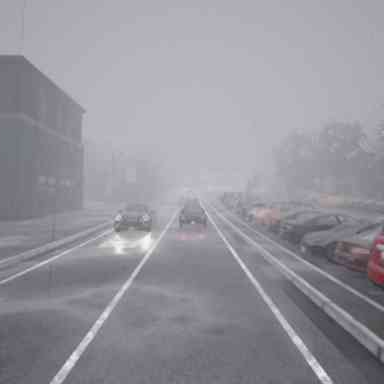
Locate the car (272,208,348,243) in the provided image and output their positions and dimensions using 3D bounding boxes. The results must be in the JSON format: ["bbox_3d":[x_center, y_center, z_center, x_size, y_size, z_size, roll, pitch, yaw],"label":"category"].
[{"bbox_3d":[6.416,1.644,14.715,5.008,1.535,2.097,0,0,0],"label":"car"}]

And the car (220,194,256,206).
[{"bbox_3d":[6.627,1.136,48.163,5.008,1.535,2.097,0,2,0],"label":"car"}]

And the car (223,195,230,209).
[{"bbox_3d":[6.551,1.422,39.805,4.792,1.488,2.163,0,1,0],"label":"car"}]

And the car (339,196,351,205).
[{"bbox_3d":[19.638,1.447,37.112,5.008,1.535,2.097,0,1,0],"label":"car"}]

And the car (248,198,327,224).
[{"bbox_3d":[6.505,1.512,23.080,4.553,1.767,2.185,0,0,0],"label":"car"}]

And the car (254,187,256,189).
[{"bbox_3d":[19.651,0.067,89.015,4.792,1.488,2.163,0,3,0],"label":"car"}]

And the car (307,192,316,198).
[{"bbox_3d":[19.741,1.160,48.142,4.792,1.488,2.163,0,2,0],"label":"car"}]

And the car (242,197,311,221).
[{"bbox_3d":[6.523,1.493,25.860,4.553,1.767,2.185,0,0,0],"label":"car"}]

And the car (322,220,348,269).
[{"bbox_3d":[6.383,1.649,9.142,4.674,1.452,2.002,0,-1,0],"label":"car"}]

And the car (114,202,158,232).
[{"bbox_3d":[-3.371,1.449,20.682,2.097,1.767,4.553,0,0,0],"label":"car"}]

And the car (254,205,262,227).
[{"bbox_3d":[6.459,1.688,20.294,4.674,1.452,2.002,0,0,0],"label":"car"}]

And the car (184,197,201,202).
[{"bbox_3d":[0.016,1.363,41.573,2.128,1.511,4.902,0,1,0],"label":"car"}]

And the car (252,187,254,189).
[{"bbox_3d":[19.693,-0.055,91.782,4.674,1.452,2.002,0,3,0],"label":"car"}]

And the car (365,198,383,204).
[{"bbox_3d":[19.601,1.550,31.405,4.892,1.521,2.231,0,1,0],"label":"car"}]

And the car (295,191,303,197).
[{"bbox_3d":[19.751,0.949,53.836,4.674,1.452,2.002,0,2,0],"label":"car"}]

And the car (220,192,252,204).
[{"bbox_3d":[6.681,0.906,50.935,4.553,1.767,2.185,0,2,0],"label":"car"}]

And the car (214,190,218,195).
[{"bbox_3d":[6.656,0.838,56.507,4.792,1.488,2.163,0,2,0],"label":"car"}]

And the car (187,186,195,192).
[{"bbox_3d":[-0.226,-0.330,91.543,1.837,1.490,4.892,0,2,0],"label":"car"}]

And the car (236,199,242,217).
[{"bbox_3d":[6.538,1.620,28.649,4.792,1.488,2.163,0,1,0],"label":"car"}]

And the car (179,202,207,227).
[{"bbox_3d":[0.068,1.684,23.715,1.895,1.301,4.718,0,0,0],"label":"car"}]

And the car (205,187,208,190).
[{"bbox_3d":[6.606,0.040,89.092,5.008,1.535,2.097,0,3,0],"label":"car"}]

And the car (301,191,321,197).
[{"bbox_3d":[19.734,1.061,51.053,4.674,1.452,2.002,0,2,0],"label":"car"}]

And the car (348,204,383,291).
[{"bbox_3d":[6.396,1.331,6.362,5.566,2.045,2.435,0,-1,0],"label":"car"}]

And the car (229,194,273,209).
[{"bbox_3d":[6.513,1.383,34.221,4.553,1.767,2.185,0,1,0],"label":"car"}]

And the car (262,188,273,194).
[{"bbox_3d":[19.645,0.295,83.603,5.008,1.535,2.097,0,3,0],"label":"car"}]

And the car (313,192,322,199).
[{"bbox_3d":[19.880,1.223,45.350,5.366,1.575,1.946,0,2,0],"label":"car"}]

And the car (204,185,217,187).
[{"bbox_3d":[6.644,-0.343,91.853,5.566,2.045,2.435,0,3,0],"label":"car"}]

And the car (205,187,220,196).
[{"bbox_3d":[6.556,0.202,86.320,4.792,1.488,2.163,0,3,0],"label":"car"}]

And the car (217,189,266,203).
[{"bbox_3d":[6.643,0.980,45.362,5.566,2.045,2.435,0,2,0],"label":"car"}]

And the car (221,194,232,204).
[{"bbox_3d":[6.591,1.318,42.582,4.892,1.521,2.231,0,2,0],"label":"car"}]

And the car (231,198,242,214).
[{"bbox_3d":[6.498,1.583,31.437,4.792,1.488,2.163,0,1,0],"label":"car"}]

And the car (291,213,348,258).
[{"bbox_3d":[6.374,1.660,11.928,4.792,1.488,2.163,0,0,0],"label":"car"}]

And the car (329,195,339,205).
[{"bbox_3d":[19.631,1.414,39.903,4.792,1.488,2.163,0,2,0],"label":"car"}]

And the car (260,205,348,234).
[{"bbox_3d":[6.432,1.650,17.504,5.008,1.535,2.097,0,0,0],"label":"car"}]

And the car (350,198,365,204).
[{"bbox_3d":[19.620,1.502,34.322,5.008,1.535,2.097,0,1,0],"label":"car"}]

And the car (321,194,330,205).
[{"bbox_3d":[19.863,1.309,42.556,5.366,1.575,1.946,0,2,0],"label":"car"}]
